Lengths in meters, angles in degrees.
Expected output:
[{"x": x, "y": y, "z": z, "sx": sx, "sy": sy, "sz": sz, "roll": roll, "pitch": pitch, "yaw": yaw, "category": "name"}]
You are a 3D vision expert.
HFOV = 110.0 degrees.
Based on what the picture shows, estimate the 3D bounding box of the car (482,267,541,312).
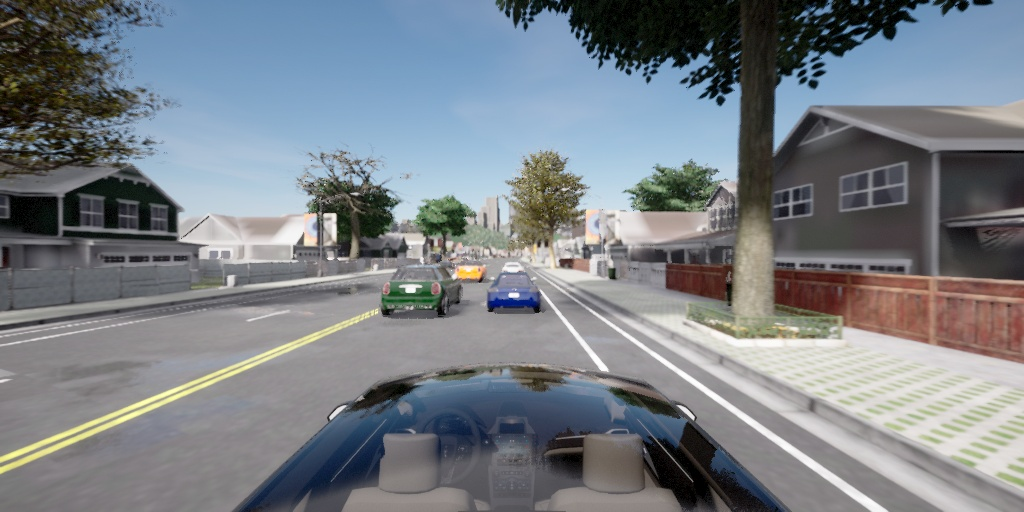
[{"x": 0.074, "y": 1.303, "z": 14.270, "sx": 1.994, "sy": 1.385, "sz": 4.181, "roll": 0, "pitch": 0, "yaw": 0, "category": "car"}]

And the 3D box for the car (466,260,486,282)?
[{"x": -3.179, "y": 1.079, "z": 28.453, "sx": 2.097, "sy": 1.767, "sz": 4.553, "roll": 0, "pitch": 0, "yaw": 0, "category": "car"}]

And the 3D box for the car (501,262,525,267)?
[{"x": 0.079, "y": 1.252, "z": 29.708, "sx": 1.812, "sy": 1.442, "sz": 4.674, "roll": 0, "pitch": 0, "yaw": 0, "category": "car"}]

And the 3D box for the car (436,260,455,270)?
[{"x": -9.813, "y": 1.270, "z": 53.339, "sx": 1.994, "sy": 1.385, "sz": 4.181, "roll": 0, "pitch": 0, "yaw": 0, "category": "car"}]

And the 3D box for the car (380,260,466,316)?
[{"x": -3.179, "y": 1.091, "z": 13.423, "sx": 2.097, "sy": 1.767, "sz": 4.553, "roll": 0, "pitch": 0, "yaw": 0, "category": "car"}]
